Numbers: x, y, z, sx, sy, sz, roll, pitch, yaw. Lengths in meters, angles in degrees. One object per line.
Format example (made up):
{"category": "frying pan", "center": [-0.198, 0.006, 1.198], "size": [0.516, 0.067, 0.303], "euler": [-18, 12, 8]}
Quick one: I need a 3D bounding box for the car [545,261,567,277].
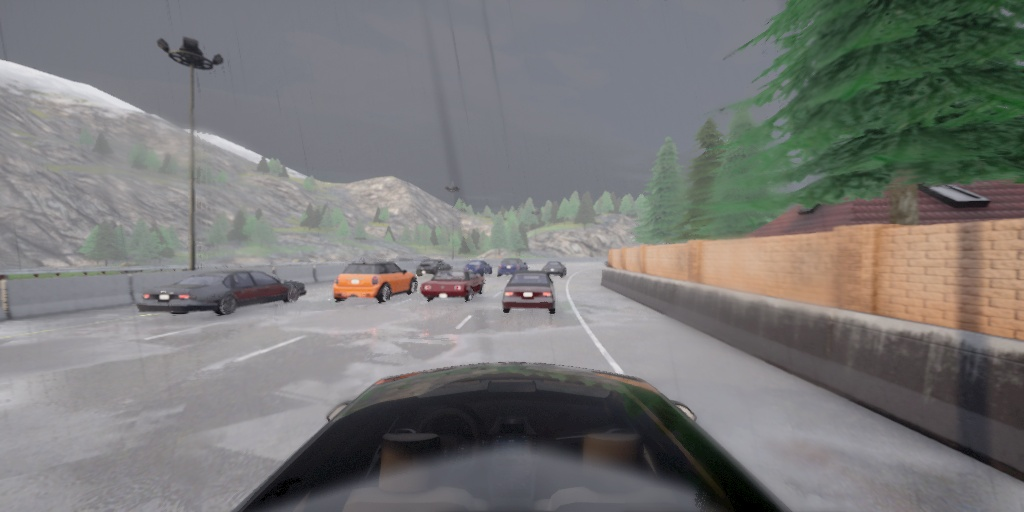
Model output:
{"category": "car", "center": [4.006, 1.178, 33.512], "size": [1.994, 1.385, 4.181], "euler": [0, 0, 13]}

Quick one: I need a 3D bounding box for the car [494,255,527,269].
{"category": "car", "center": [0.180, 0.962, 32.433], "size": [2.097, 1.767, 4.553], "euler": [0, 0, 12]}

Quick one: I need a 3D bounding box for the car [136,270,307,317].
{"category": "car", "center": [-9.864, 1.224, 12.884], "size": [2.033, 1.411, 5.357], "euler": [0, 0, 5]}

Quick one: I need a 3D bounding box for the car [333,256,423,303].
{"category": "car", "center": [-5.987, 1.022, 16.288], "size": [2.097, 1.767, 4.553], "euler": [0, 0, 6]}

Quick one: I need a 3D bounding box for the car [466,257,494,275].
{"category": "car", "center": [-3.164, 1.122, 33.638], "size": [1.812, 1.442, 4.674], "euler": [0, 0, 12]}

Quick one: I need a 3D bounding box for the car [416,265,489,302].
{"category": "car", "center": [-2.492, 1.278, 16.427], "size": [1.895, 1.301, 4.718], "euler": [0, 0, 6]}

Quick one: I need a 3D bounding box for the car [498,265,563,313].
{"category": "car", "center": [0.734, 1.244, 13.737], "size": [2.033, 1.411, 5.357], "euler": [0, 0, 5]}

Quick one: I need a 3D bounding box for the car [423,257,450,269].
{"category": "car", "center": [-6.950, 1.097, 32.618], "size": [1.837, 1.490, 4.892], "euler": [0, 0, 12]}
